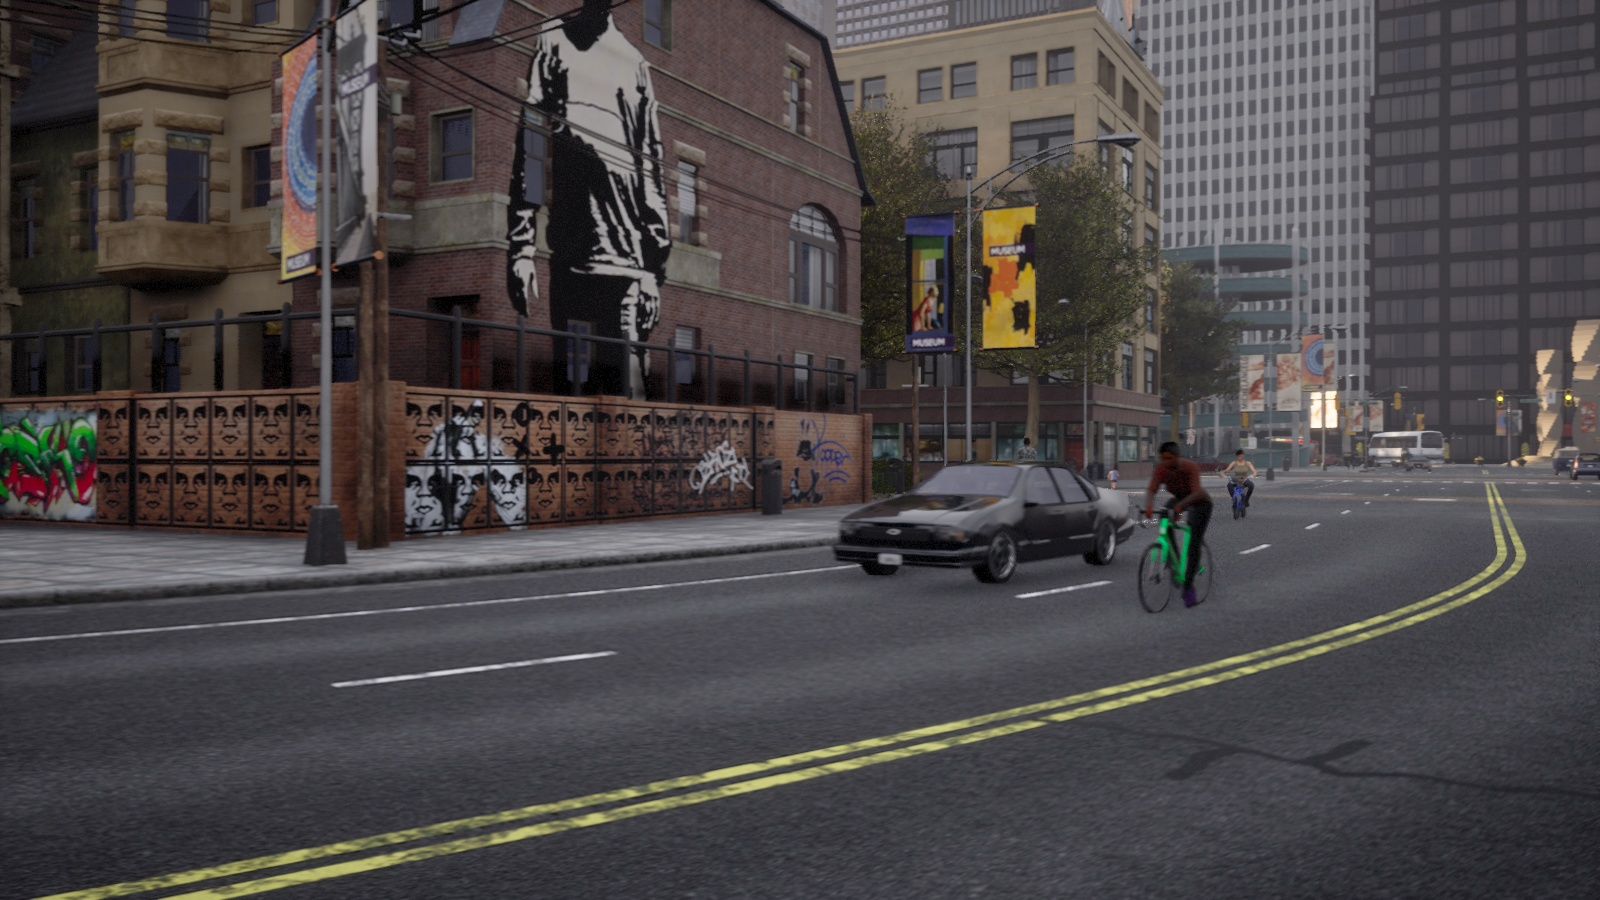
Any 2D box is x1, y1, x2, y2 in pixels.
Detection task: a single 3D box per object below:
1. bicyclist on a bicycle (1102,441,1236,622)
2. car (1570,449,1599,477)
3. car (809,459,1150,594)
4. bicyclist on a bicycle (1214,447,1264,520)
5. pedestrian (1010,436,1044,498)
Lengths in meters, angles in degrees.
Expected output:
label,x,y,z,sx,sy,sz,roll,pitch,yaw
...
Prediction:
label,x,y,z,sx,sy,sz,roll,pitch,yaw
bicyclist on a bicycle,3.562,0.727,12.046,0.582,1.620,1.656,-1,0,41
car,47.470,0.757,75.469,1.851,1.617,3.988,0,0,29
car,2.522,0.837,16.184,2.033,1.411,5.357,0,0,37
bicyclist on a bicycle,10.021,0.746,28.642,0.866,1.612,1.509,0,0,28
pedestrian,6.796,0.502,37.638,0.874,1.855,0.900,0,0,19
